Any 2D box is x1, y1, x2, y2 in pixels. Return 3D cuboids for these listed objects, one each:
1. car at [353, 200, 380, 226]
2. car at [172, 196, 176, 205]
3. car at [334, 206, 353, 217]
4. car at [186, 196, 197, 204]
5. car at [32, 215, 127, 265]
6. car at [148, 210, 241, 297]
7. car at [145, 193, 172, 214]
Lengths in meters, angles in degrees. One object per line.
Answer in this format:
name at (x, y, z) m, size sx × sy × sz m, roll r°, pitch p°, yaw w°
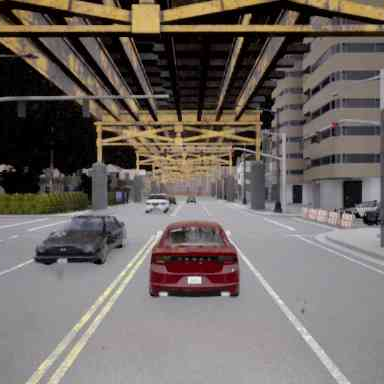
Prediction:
car at (13.218, 1.396, 21.292) m, size 4.974 × 1.542 × 2.038 m, roll 0°, pitch 0°, yaw -20°
car at (-3.673, 1.410, 56.241) m, size 1.882 × 1.535 × 5.008 m, roll 0°, pitch 0°, yaw 0°
car at (13.583, 1.232, 25.430) m, size 4.536 × 1.218 × 1.853 m, roll 0°, pitch 0°, yaw 25°
car at (-0.129, 1.463, 63.273) m, size 2.033 × 1.411 × 5.357 m, roll 0°, pitch 0°, yaw 0°
car at (-3.626, 1.541, 11.944) m, size 2.033 × 1.411 × 5.357 m, roll 0°, pitch 0°, yaw 0°
car at (0.055, 1.467, 8.598) m, size 1.882 × 1.535 × 5.008 m, roll 0°, pitch 0°, yaw 0°
car at (-3.675, 1.182, 35.876) m, size 2.150 × 2.045 × 5.566 m, roll 0°, pitch 0°, yaw 0°
